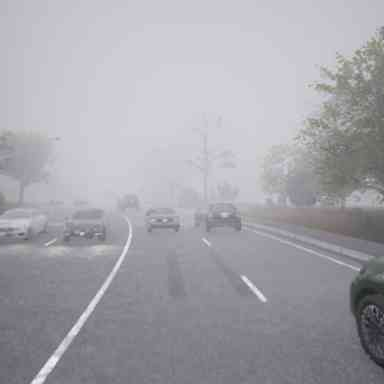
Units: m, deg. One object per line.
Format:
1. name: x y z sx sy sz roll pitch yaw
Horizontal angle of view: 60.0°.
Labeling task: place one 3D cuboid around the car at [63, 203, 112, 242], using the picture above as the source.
1. car: -5.084 1.533 16.587 1.837 1.490 4.892 0 0 -10

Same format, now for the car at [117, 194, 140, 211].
1. car: -8.083 1.281 41.897 2.150 2.045 5.566 0 0 -21

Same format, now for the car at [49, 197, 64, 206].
1. car: -22.779 1.611 55.794 1.812 1.442 4.674 0 0 -30

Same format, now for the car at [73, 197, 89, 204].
1. car: -18.395 1.562 55.191 1.882 1.535 5.008 0 0 -29

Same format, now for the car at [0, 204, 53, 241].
1. car: -8.646 1.563 16.763 1.812 1.442 4.674 0 0 -10

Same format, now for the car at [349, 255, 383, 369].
1. car: 3.458 1.213 2.572 2.150 2.045 5.566 0 0 -1

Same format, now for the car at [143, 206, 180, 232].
1. car: -1.918 1.572 20.284 2.033 1.411 5.357 0 0 -11

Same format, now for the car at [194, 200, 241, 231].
1. car: 1.466 1.369 20.782 2.097 1.767 4.553 0 0 -10
